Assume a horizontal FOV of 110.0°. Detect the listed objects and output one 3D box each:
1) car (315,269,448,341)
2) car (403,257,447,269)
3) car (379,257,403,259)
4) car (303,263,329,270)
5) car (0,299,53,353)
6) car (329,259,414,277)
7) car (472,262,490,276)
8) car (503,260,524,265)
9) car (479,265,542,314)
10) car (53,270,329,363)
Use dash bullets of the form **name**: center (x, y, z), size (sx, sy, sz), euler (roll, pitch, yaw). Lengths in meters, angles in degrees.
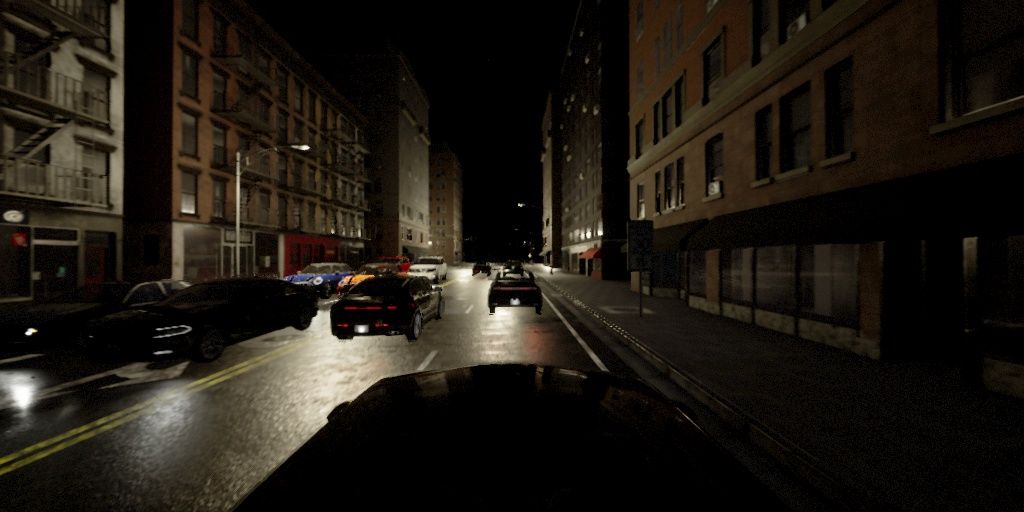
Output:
- **car**: center (-3.148, 1.281, 9.927), size (1.837, 1.490, 4.892), euler (0, 0, 0)
- **car**: center (-6.574, 1.057, 28.527), size (2.150, 2.045, 5.566), euler (0, 0, 0)
- **car**: center (-9.824, 1.064, 29.157), size (2.150, 2.045, 5.566), euler (0, 0, 0)
- **car**: center (-9.834, 1.166, 18.613), size (2.097, 1.767, 4.553), euler (0, 0, 0)
- **car**: center (-9.878, 1.336, 9.253), size (2.033, 1.411, 5.357), euler (0, 0, -3)
- **car**: center (-6.586, 1.156, 17.457), size (2.097, 1.767, 4.553), euler (0, 0, 0)
- **car**: center (-3.131, 1.357, 38.203), size (1.837, 1.490, 4.892), euler (0, 0, 0)
- **car**: center (0.119, 1.195, 37.149), size (2.097, 1.767, 4.553), euler (0, 0, 0)
- **car**: center (0.104, 1.272, 13.875), size (2.128, 1.511, 4.902), euler (0, 0, 0)
- **car**: center (-6.595, 1.257, 8.431), size (1.882, 1.535, 5.008), euler (0, 0, 0)
